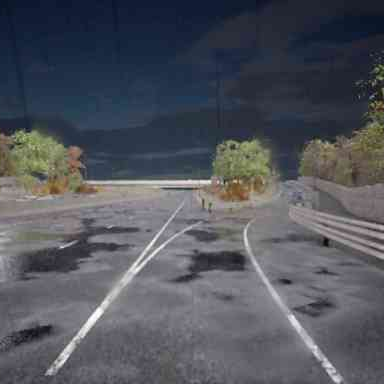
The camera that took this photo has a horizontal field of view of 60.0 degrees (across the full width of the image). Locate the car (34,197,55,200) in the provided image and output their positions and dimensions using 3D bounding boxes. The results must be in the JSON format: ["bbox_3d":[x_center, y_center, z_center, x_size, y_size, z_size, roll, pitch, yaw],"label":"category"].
[{"bbox_3d":[-24.535,1.511,56.875,1.812,1.442,4.674,0,0,1],"label":"car"}]

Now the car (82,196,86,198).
[{"bbox_3d":[-24.509,1.535,73.112,2.033,1.411,5.357,0,0,0],"label":"car"}]

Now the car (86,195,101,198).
[{"bbox_3d":[-21.009,1.473,73.169,1.882,1.535,5.008,0,0,0],"label":"car"}]

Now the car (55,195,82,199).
[{"bbox_3d":[-21.041,1.338,56.965,2.097,1.767,4.553,0,0,1],"label":"car"}]

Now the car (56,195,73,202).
[{"bbox_3d":[-28.009,1.495,73.429,1.837,1.490,4.892,0,0,0],"label":"car"}]

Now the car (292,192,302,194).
[{"bbox_3d":[26.314,0.915,83.606,2.150,2.045,5.566,0,4,19],"label":"car"}]

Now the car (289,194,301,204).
[{"bbox_3d":[22.829,1.818,74.152,2.128,1.511,4.902,0,3,20],"label":"car"}]

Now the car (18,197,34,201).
[{"bbox_3d":[-28.018,1.586,57.252,1.895,1.301,4.718,0,0,0],"label":"car"}]
